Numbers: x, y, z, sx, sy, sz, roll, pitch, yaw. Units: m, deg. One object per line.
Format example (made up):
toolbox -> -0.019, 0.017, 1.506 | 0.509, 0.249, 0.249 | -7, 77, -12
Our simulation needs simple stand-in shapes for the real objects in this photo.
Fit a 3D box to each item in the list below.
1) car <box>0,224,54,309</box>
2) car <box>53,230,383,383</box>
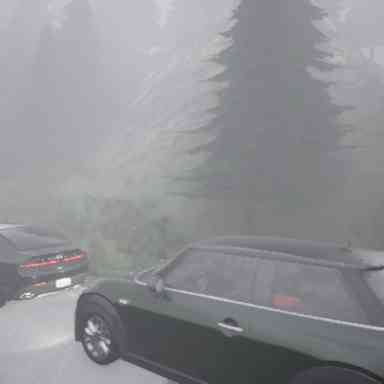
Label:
car -> -4.498, 1.514, 7.836 | 4.892, 1.490, 1.837 | 0, 0, 34
car -> 0.499, 1.370, 4.333 | 4.553, 1.767, 2.097 | 0, 0, 36
